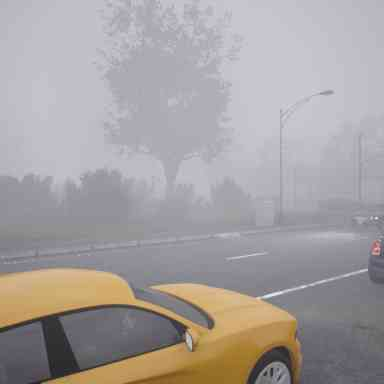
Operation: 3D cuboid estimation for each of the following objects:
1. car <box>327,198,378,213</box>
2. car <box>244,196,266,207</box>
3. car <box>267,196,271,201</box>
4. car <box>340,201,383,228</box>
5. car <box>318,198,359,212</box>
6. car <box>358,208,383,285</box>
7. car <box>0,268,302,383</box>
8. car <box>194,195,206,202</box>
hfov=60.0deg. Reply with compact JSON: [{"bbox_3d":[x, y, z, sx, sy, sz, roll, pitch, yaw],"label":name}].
[{"bbox_3d":[18.486,1.478,38.471,1.882,1.535,5.008,0,0,-34],"label":"car"},{"bbox_3d":[8.031,1.492,48.246,1.837,1.490,4.892,0,0,-33],"label":"car"},{"bbox_3d":[11.194,1.342,49.793,2.097,1.767,4.553,0,0,-33],"label":"car"},{"bbox_3d":[11.839,1.491,20.860,4.902,1.511,2.128,0,0,-35],"label":"car"},{"bbox_3d":[15.918,1.492,35.753,2.128,1.511,4.902,0,0,-32],"label":"car"},{"bbox_3d":[6.435,1.352,8.310,4.553,1.767,2.097,0,0,-35],"label":"car"},{"bbox_3d":[-1.087,1.478,2.973,5.008,1.535,1.882,0,0,-35],"label":"car"},{"bbox_3d":[1.190,1.389,65.075,1.882,1.535,5.008,0,0,-34],"label":"car"}]
